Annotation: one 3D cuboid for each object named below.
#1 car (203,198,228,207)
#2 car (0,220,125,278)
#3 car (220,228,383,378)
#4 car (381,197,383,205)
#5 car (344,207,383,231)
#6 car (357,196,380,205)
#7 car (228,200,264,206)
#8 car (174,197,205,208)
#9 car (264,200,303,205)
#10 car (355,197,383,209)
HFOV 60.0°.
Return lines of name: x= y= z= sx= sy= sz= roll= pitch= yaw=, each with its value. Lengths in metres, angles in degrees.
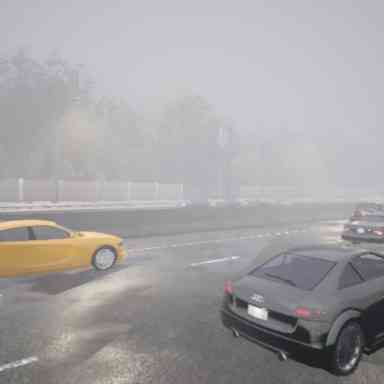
car: x=4.251 y=1.659 z=37.591 sx=5.357 sy=1.411 sz=2.033 roll=0 pitch=0 yaw=-36
car: x=-4.331 y=1.521 z=9.299 sx=5.008 sy=1.535 sz=1.882 roll=0 pitch=0 yaw=-36
car: x=2.494 y=1.576 z=5.634 sx=4.181 sy=1.385 sz=1.994 roll=0 pitch=0 yaw=-36
car: x=37.324 y=1.657 z=61.817 sx=4.902 sy=1.511 sz=2.128 roll=0 pitch=0 yaw=-36
car: x=8.634 y=1.571 z=14.500 sx=5.357 sy=1.411 sz=2.033 roll=0 pitch=0 yaw=-36
car: x=33.800 y=1.636 z=63.569 sx=5.008 sy=1.535 sz=1.882 roll=0 pitch=0 yaw=-36
car: x=6.551 y=1.588 z=34.935 sx=4.902 sy=1.511 sz=2.128 roll=0 pitch=0 yaw=-36
car: x=0.105 y=1.479 z=38.882 sx=4.553 sy=1.767 sz=2.097 roll=0 pitch=0 yaw=-36
car: x=9.629 y=1.607 z=32.856 sx=4.674 sy=1.442 sz=1.812 roll=0 pitch=0 yaw=-36
car: x=12.248 y=1.389 z=21.509 sx=4.553 sy=1.767 sz=2.097 roll=0 pitch=0 yaw=-36
